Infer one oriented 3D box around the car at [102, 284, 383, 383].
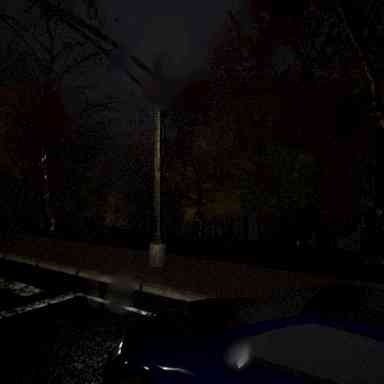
[{"bbox_3d":[1.158,1.564,2.857,4.181,1.385,1.994,0,0,35],"label":"car"}]
